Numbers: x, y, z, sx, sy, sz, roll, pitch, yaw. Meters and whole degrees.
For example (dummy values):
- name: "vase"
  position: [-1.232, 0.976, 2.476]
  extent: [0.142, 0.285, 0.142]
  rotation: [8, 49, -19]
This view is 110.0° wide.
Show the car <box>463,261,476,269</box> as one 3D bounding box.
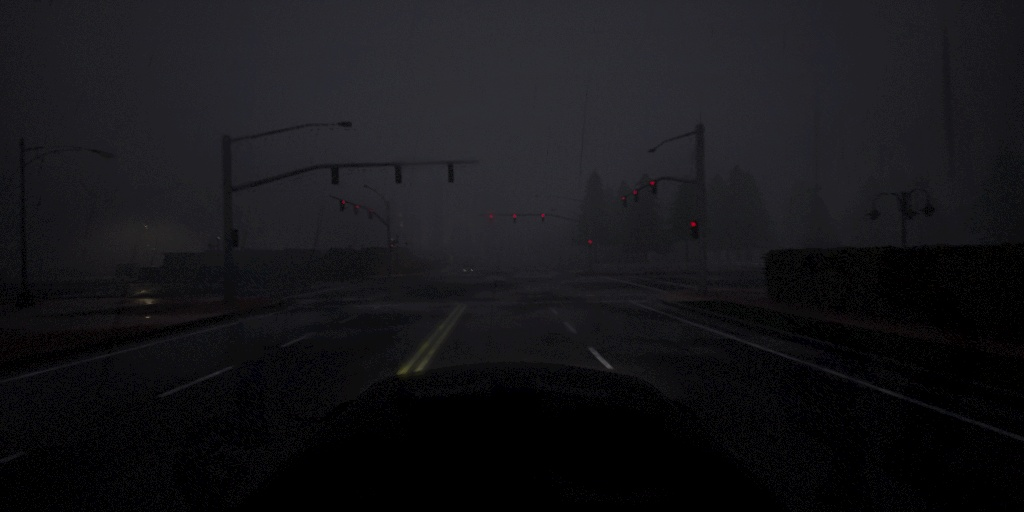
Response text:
- name: "car"
  position: [-7.224, 1.478, 61.168]
  extent: [2.033, 1.411, 5.357]
  rotation: [-1, 0, 0]
